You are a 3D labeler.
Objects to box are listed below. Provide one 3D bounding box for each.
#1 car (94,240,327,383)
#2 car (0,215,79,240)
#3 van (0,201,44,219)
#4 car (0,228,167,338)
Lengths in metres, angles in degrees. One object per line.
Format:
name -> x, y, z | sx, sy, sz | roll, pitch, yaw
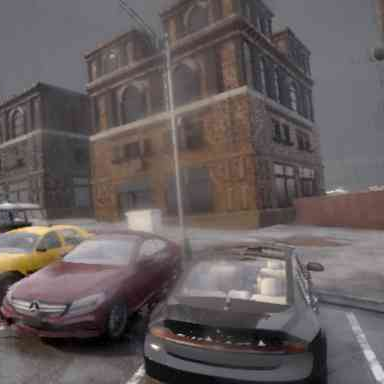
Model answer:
car -> 0.892, 1.507, 5.063 | 2.231, 1.521, 4.892 | -1, -1, 16
car -> -4.062, 1.561, 8.493 | 1.946, 1.575, 5.366 | 0, -1, 16
van -> -6.437, 1.374, 10.590 | 1.878, 1.987, 4.442 | -1, -1, 16
car -> -1.555, 1.577, 6.871 | 2.002, 1.452, 4.674 | 0, -1, 16
